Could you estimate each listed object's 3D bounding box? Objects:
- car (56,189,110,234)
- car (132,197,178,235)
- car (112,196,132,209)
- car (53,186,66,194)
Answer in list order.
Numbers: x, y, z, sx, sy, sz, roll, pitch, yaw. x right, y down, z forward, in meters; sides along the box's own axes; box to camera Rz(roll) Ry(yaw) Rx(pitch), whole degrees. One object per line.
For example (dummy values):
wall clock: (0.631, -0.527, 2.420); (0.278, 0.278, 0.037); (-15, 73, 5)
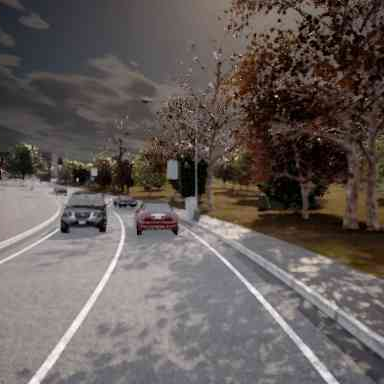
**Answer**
car: (-5.818, 1.045, 18.531); (2.150, 2.045, 5.566); (0, 1, -13)
car: (-2.059, 1.218, 18.291); (2.097, 1.767, 4.553); (0, 1, -11)
car: (-7.169, 1.027, 35.146); (1.895, 1.301, 4.718); (1, 2, -22)
car: (-22.374, -0.299, 56.539); (2.033, 1.411, 5.357); (2, 2, -29)
